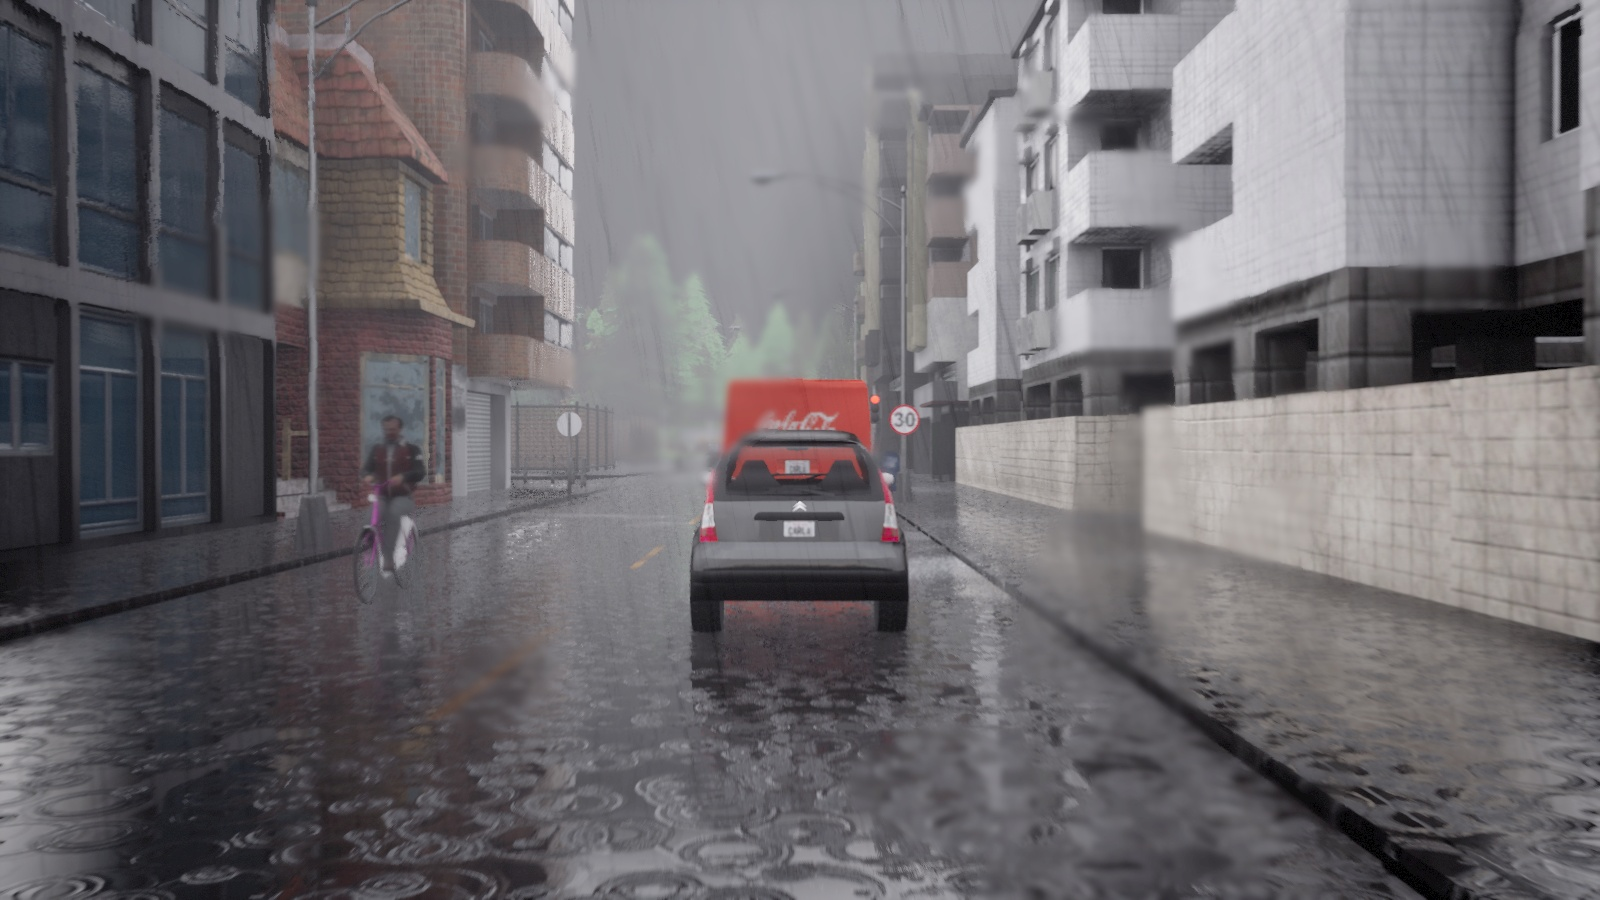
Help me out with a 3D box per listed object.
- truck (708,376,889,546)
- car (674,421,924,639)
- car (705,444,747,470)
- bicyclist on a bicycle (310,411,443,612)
[{"bbox_3d":[-0.029,0.142,20.854,2.627,2.467,5.204,0,0,0],"label":"truck"},{"bbox_3d":[-0.010,0.581,11.300,1.851,1.617,3.988,0,0,0],"label":"car"},{"bbox_3d":[-4.157,0.390,71.147,2.033,1.411,5.357,0,0,0],"label":"car"},{"bbox_3d":[-4.012,0.546,12.036,0.659,1.776,1.843,0,0,0],"label":"bicyclist on a bicycle"}]
